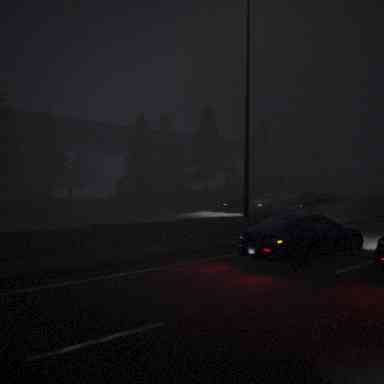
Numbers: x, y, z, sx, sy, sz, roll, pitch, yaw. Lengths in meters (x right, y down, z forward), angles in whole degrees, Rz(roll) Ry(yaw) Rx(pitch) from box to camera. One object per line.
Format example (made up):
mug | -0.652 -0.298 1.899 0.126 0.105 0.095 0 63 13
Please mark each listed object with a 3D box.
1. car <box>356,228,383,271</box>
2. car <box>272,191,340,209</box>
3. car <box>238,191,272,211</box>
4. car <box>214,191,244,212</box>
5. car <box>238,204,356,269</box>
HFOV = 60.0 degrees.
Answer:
car | 6.566 1.281 8.437 4.902 1.511 2.128 -3 2 -35
car | 8.110 0.721 22.675 4.902 1.511 2.128 -5 3 -35
car | 6.107 0.754 25.545 4.674 1.442 1.812 -5 3 -35
car | 4.052 0.737 28.379 4.892 1.490 1.837 -6 3 -35
car | 3.521 1.363 10.566 4.674 1.442 1.812 -3 2 -35
